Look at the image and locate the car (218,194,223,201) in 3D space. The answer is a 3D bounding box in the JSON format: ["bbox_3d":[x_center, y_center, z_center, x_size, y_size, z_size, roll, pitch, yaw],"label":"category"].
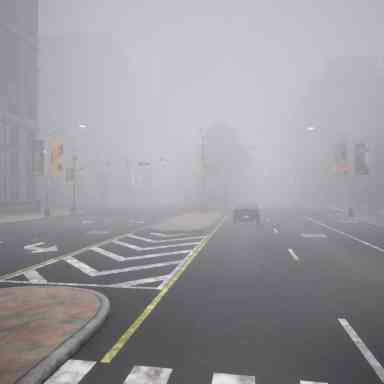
[{"bbox_3d":[6.431,1.525,88.551,2.128,1.511,4.902,0,0,9],"label":"car"}]

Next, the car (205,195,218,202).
[{"bbox_3d":[3.951,1.478,73.554,1.882,1.535,5.008,0,0,9],"label":"car"}]

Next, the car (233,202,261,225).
[{"bbox_3d":[4.028,1.478,24.500,1.882,1.535,5.008,0,0,10],"label":"car"}]

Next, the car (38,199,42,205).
[{"bbox_3d":[-25.810,1.352,51.922,4.553,1.767,2.097,0,0,9],"label":"car"}]

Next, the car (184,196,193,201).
[{"bbox_3d":[-0.923,1.595,85.445,1.895,1.301,4.718,0,0,9],"label":"car"}]
